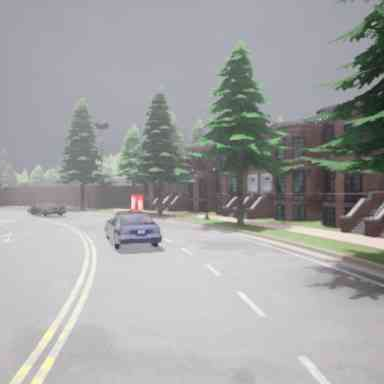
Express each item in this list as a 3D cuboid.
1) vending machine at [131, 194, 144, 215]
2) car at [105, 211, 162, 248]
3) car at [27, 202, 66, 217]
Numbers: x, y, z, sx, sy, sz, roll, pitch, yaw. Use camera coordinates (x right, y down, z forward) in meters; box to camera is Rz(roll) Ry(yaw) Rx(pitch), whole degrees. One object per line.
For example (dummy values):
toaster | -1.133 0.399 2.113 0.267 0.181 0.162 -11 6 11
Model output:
vending machine | -5.621 1.256 34.288 1.100 2.100 0.880 0 0 -40
car | -2.790 1.576 14.999 2.033 1.411 5.357 0 0 -20
car | -14.381 1.676 32.825 5.357 1.411 2.033 0 0 44
